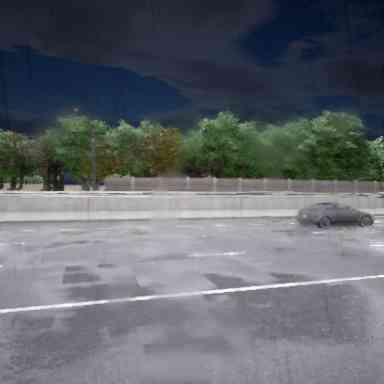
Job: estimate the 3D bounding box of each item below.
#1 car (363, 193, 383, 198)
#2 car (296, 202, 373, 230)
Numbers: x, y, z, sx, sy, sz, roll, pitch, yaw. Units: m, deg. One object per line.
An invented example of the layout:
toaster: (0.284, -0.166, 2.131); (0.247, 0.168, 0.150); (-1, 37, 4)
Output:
car: (26.753, 0.854, 47.015); (5.357, 1.411, 2.033); (0, 2, -17)
car: (8.048, 1.287, 18.814); (4.181, 1.385, 1.994); (0, 2, -18)
